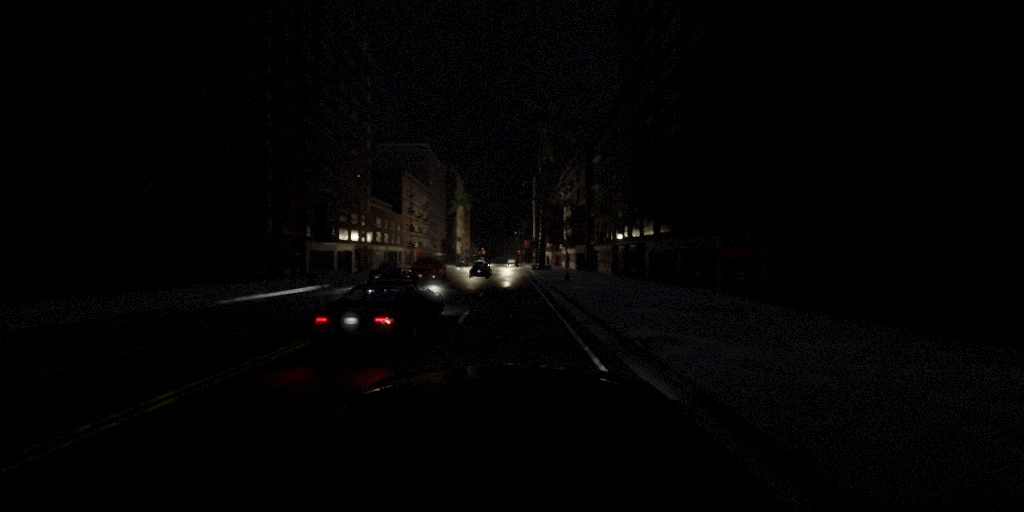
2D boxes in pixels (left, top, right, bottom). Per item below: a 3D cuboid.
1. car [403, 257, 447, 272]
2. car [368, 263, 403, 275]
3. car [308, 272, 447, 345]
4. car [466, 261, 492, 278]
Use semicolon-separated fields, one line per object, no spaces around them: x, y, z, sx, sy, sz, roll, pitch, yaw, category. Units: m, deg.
-6.597;1.079;28.592;2.150;2.045;5.566;0;0;0;car
-9.846;1.349;28.576;2.128;1.511;4.902;0;0;0;car
-3.153;1.332;9.533;2.033;1.411;5.357;0;0;0;car
-3.148;1.452;36.342;1.994;1.385;4.181;0;0;0;car
